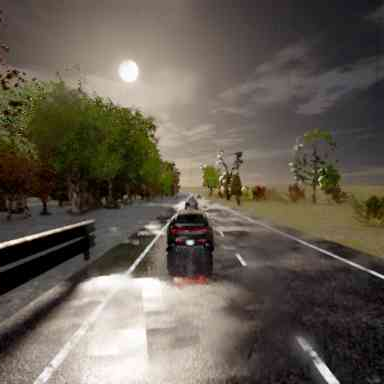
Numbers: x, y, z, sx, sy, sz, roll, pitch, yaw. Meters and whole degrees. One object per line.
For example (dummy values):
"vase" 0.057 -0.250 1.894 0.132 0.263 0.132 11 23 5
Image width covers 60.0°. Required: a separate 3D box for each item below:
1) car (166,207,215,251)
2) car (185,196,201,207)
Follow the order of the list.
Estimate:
"car" -0.066 1.598 14.515 1.837 1.490 4.892 0 0 0
"car" -0.077 1.794 50.477 2.128 1.511 4.902 0 0 0
